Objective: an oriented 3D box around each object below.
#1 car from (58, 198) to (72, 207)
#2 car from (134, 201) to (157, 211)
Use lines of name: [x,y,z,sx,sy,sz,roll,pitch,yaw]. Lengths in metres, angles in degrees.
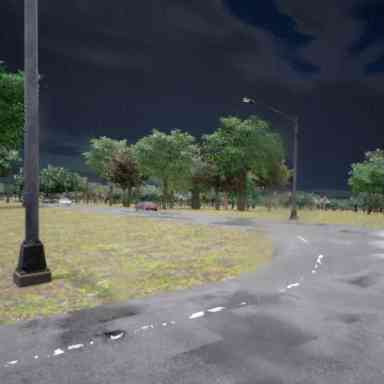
car: [-23.021,1.877,60.112,1.812,1.442,4.674,3,-2,-30]
car: [-6.747,2.055,48.141,1.994,1.385,4.181,4,-3,-35]
